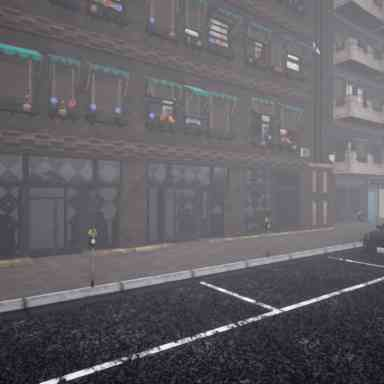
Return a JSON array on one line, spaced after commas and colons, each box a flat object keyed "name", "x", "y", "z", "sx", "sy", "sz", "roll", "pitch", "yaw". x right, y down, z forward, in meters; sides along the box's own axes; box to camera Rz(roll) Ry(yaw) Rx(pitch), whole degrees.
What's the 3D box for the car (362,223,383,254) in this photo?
[{"name": "car", "x": 8.093, "y": 1.565, "z": 12.311, "sx": 4.313, "sy": 1.339, "sz": 1.947, "roll": 0, "pitch": 0, "yaw": -35}]
